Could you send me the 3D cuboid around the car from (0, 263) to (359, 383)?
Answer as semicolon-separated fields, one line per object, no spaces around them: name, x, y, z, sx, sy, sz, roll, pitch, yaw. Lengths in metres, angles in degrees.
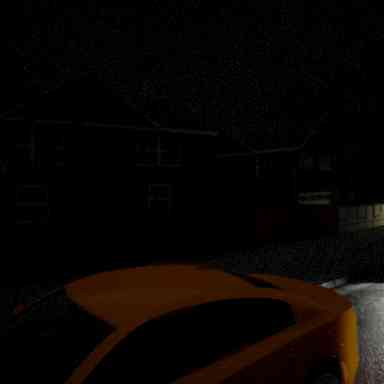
car;-0.543;1.480;2.833;5.008;1.535;1.882;0;0;-37
